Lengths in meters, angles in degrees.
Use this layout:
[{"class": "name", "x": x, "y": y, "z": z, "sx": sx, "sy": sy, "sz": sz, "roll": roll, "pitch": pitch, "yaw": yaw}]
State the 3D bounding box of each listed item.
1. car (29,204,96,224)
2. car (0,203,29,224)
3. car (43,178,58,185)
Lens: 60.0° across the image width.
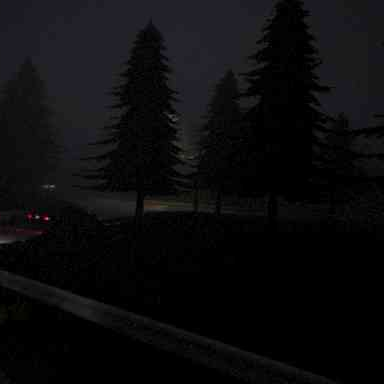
[{"class": "car", "x": -8.463, "y": 1.558, "z": 22.148, "sx": 2.033, "sy": 1.411, "sz": 5.357, "roll": 5, "pitch": 1, "yaw": 16}, {"class": "car", "x": -12.334, "y": 1.322, "z": 19.794, "sx": 1.895, "sy": 1.301, "sz": 4.718, "roll": 5, "pitch": 1, "yaw": 11}, {"class": "car", "x": -27.807, "y": -2.160, "z": 65.385, "sx": 1.994, "sy": 1.385, "sz": 4.181, "roll": 4, "pitch": 3, "yaw": -10}]
